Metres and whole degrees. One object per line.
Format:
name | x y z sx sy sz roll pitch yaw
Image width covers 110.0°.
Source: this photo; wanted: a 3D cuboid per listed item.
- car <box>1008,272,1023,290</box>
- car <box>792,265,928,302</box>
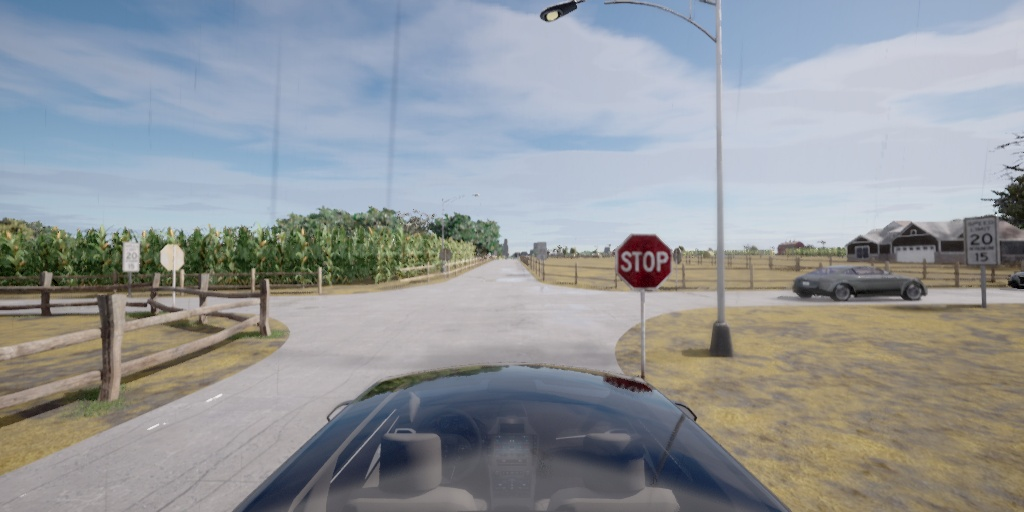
car | 27.028 0.998 17.340 4.181 1.385 1.994 -1 -1 0
car | 13.856 1.061 14.452 4.181 1.385 1.994 -1 -1 0
